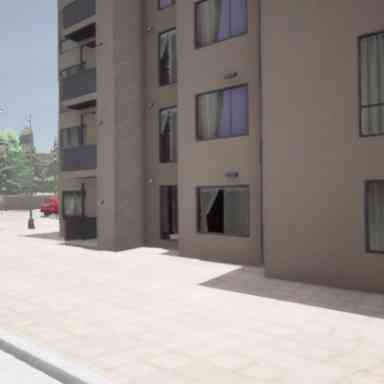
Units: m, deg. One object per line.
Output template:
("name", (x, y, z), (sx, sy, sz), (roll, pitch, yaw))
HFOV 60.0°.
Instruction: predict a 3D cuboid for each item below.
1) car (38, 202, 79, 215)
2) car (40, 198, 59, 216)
("car", (-16.486, 2.024, 41.323), (1.812, 1.442, 4.674), (-1, 0, 30))
("car", (-14.533, 1.670, 37.951), (2.150, 2.045, 5.566), (-1, -1, 25))
